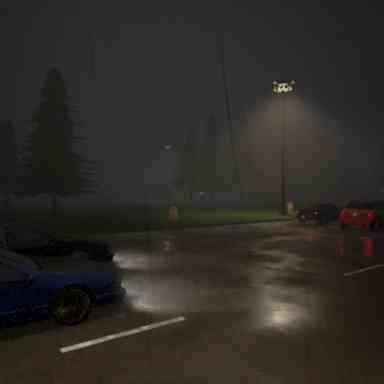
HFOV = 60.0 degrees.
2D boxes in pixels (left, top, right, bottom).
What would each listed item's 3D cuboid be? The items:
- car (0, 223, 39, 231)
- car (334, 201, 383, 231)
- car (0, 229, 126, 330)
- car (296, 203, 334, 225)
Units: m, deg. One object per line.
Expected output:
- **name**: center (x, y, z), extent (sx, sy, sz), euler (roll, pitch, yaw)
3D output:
- **car**: center (-4.894, 1.545, 8.852), extent (5.357, 1.411, 2.033), euler (0, 0, -36)
- **car**: center (11.019, 1.313, 20.210), extent (4.553, 1.767, 2.097), euler (0, 0, -35)
- **car**: center (-3.842, 1.547, 5.305), extent (5.357, 1.411, 2.033), euler (0, 0, -36)
- **car**: center (9.272, 1.486, 23.389), extent (4.674, 1.442, 1.812), euler (0, 0, -35)
